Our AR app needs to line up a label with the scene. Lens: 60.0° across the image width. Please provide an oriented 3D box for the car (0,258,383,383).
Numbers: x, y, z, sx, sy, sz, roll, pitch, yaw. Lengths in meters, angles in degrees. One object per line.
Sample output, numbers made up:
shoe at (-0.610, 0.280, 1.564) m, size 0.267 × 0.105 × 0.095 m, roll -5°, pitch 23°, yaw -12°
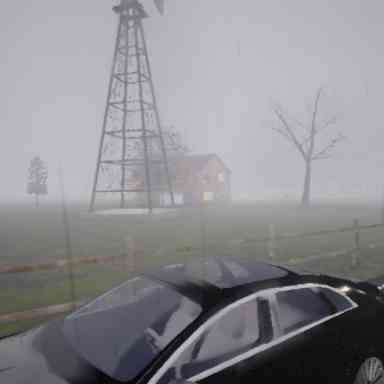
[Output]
car at (0.032, 1.488, 3.092) m, size 4.902 × 1.511 × 2.128 m, roll 0°, pitch 0°, yaw -35°
